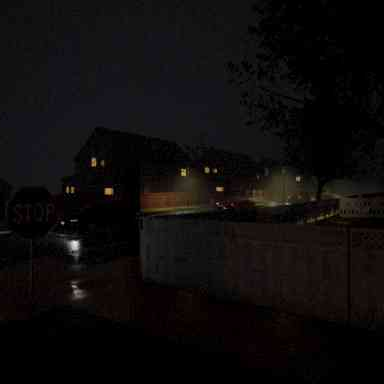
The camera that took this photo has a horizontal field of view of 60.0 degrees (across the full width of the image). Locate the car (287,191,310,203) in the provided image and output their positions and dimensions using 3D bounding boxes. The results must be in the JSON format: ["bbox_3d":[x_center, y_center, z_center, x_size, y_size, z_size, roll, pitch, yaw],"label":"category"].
[{"bbox_3d":[14.846,0.641,46.205,2.097,1.767,4.553,2,2,35],"label":"car"}]

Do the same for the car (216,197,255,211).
[{"bbox_3d":[4.151,1.111,31.259,1.895,1.301,4.718,2,2,35],"label":"car"}]

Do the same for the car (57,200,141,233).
[{"bbox_3d":[-4.966,1.254,18.367,1.837,1.490,4.892,2,2,35],"label":"car"}]
